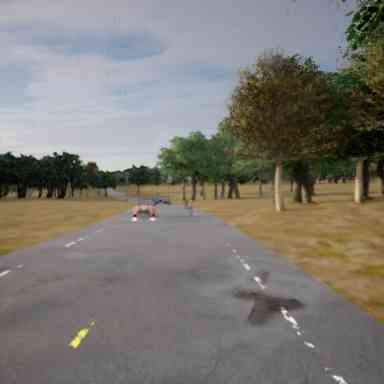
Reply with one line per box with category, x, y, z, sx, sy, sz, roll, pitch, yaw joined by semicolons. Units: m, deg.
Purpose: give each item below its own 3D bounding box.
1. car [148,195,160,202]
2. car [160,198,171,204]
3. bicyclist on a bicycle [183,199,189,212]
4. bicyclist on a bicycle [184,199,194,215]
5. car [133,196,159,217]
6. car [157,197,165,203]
car;-9.041;1.650;74.765;2.150;2.045;5.566;0;-1;-8
car;-6.191;2.279;79.251;1.895;1.301;4.718;0;-1;-9
bicyclist on a bicycle;-0.756;1.716;42.220;0.582;1.620;1.656;0;-1;-5
bicyclist on a bicycle;-0.152;1.632;34.162;0.866;1.612;1.509;0;0;-4
car;-4.674;1.559;33.374;2.097;1.767;4.553;0;0;-4
car;-8.832;2.326;94.368;1.882;1.535;5.008;0;0;-11
